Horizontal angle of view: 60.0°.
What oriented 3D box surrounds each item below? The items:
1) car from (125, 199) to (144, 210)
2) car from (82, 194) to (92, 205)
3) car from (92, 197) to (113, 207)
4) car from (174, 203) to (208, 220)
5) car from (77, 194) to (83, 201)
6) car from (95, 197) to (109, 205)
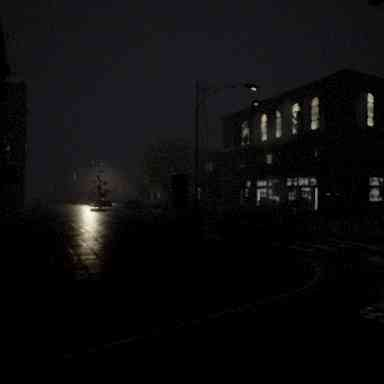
[{"bbox_3d":[-7.819,1.650,44.814,1.887,1.381,4.507,1,-1,-26],"label":"car"},{"bbox_3d":[-17.966,1.561,59.928,1.882,1.535,5.008,1,-1,-26],"label":"car"},{"bbox_3d":[-13.632,1.675,51.071,1.895,1.301,4.718,1,-1,-26],"label":"car"},{"bbox_3d":[-0.114,1.638,29.148,2.008,1.369,4.403,1,-1,-26],"label":"car"},{"bbox_3d":[-29.690,1.468,89.478,2.192,1.841,5.009,1,-1,-26],"label":"car"},{"bbox_3d":[-17.542,1.709,64.663,1.802,1.307,4.206,1,-1,-26],"label":"car"}]
